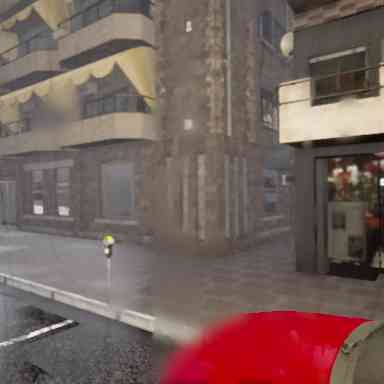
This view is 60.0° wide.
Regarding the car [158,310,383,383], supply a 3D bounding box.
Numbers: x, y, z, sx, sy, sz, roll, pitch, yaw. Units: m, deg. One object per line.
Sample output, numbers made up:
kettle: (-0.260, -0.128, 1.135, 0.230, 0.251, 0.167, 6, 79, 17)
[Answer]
car: (2.002, 1.315, 1.308, 5.009, 1.841, 2.192, 0, -1, 35)
